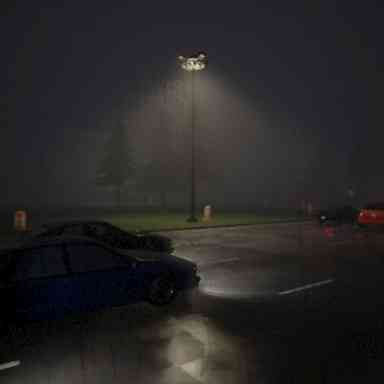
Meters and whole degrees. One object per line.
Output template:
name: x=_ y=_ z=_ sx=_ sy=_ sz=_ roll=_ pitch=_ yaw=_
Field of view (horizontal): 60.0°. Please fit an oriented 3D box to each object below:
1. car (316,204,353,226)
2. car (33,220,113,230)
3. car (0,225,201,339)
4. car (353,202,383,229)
car: x=11.070 y=1.629 z=24.592 sx=4.674 sy=1.442 sz=1.812 roll=0 pitch=0 yaw=-35
car: x=-3.187 y=1.561 z=10.069 sx=5.357 sy=1.411 sz=2.033 roll=0 pitch=0 yaw=-35
car: x=-2.431 y=1.554 z=6.310 sx=5.357 sy=1.411 sz=2.033 roll=0 pitch=0 yaw=-35
car: x=12.763 y=1.453 z=21.444 sx=4.553 sy=1.767 sz=2.097 roll=0 pitch=0 yaw=-35
